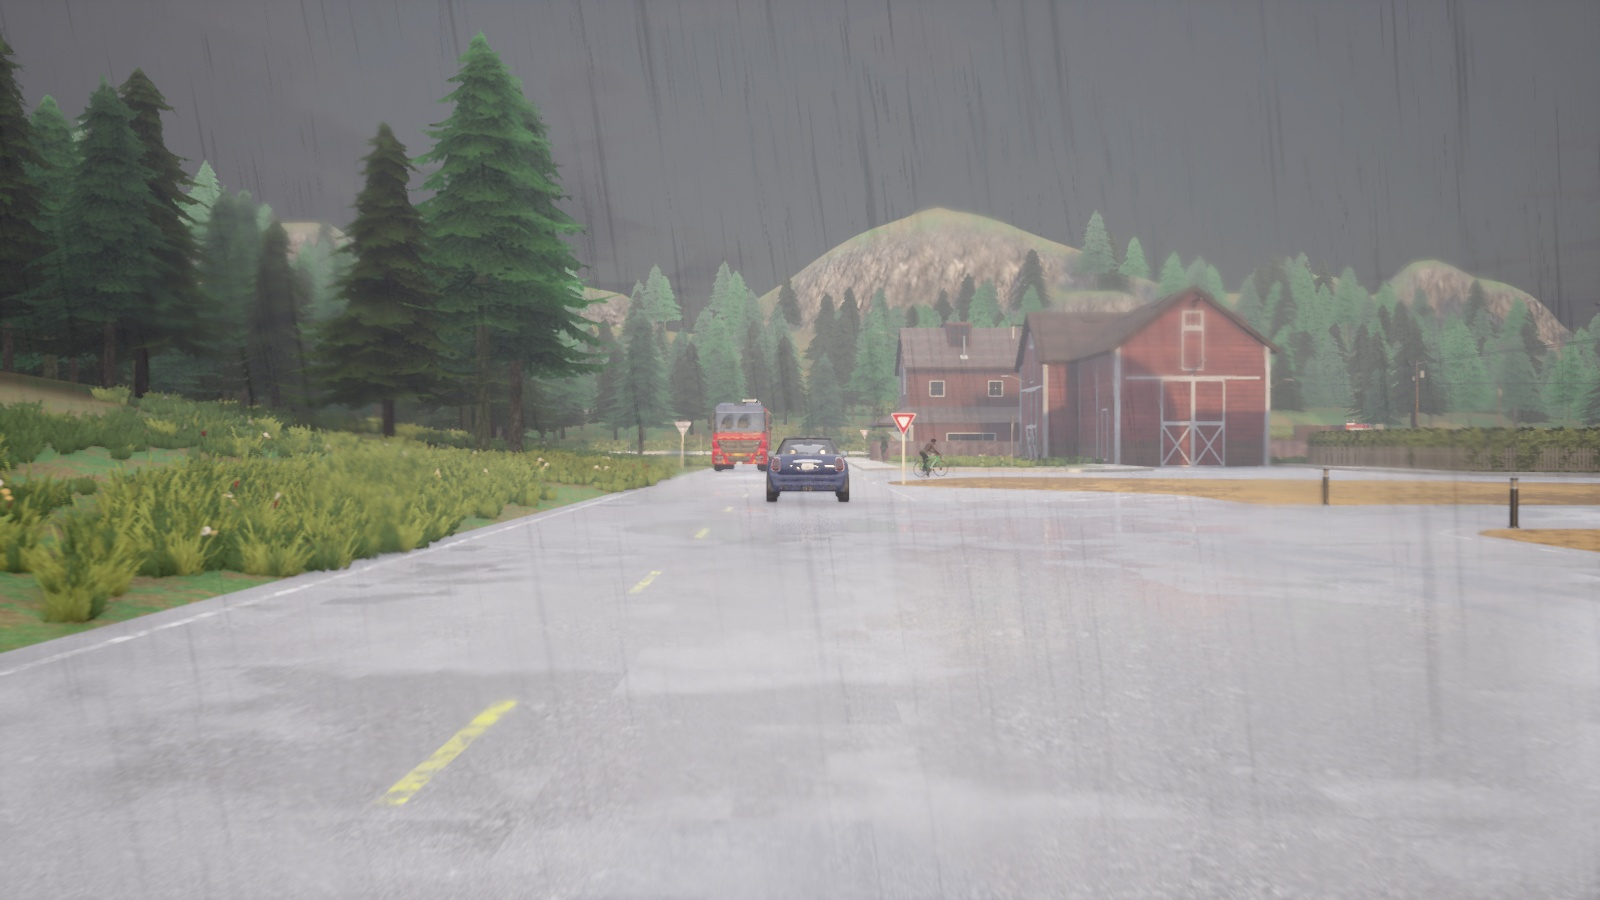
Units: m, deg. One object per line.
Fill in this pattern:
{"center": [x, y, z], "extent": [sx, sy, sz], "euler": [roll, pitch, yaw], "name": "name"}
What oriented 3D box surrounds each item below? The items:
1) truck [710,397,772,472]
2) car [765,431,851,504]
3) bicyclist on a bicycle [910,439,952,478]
{"center": [-3.096, -0.804, 68.178], "extent": [2.891, 3.827, 8.468], "euler": [0, 0, 0], "name": "truck"}
{"center": [0.203, 0.419, 32.969], "extent": [2.097, 1.767, 4.553], "euler": [0, 0, 0], "name": "car"}
{"center": [5.544, 0.353, 53.041], "extent": [1.656, 1.620, 0.582], "euler": [-1, 1, -22], "name": "bicyclist on a bicycle"}
